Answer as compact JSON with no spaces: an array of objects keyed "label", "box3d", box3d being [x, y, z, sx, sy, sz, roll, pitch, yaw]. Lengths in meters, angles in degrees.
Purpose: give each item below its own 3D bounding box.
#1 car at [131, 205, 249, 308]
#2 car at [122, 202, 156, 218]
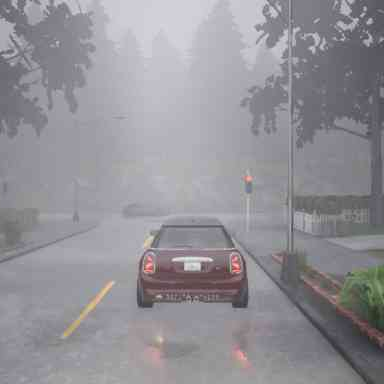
[{"label":"car","box3d":[0.021,1.352,8.082,2.097,1.767,4.553,0,0,0]},{"label":"car","box3d":[-3.991,1.564,29.234,4.181,1.385,1.994,0,0,0]}]
